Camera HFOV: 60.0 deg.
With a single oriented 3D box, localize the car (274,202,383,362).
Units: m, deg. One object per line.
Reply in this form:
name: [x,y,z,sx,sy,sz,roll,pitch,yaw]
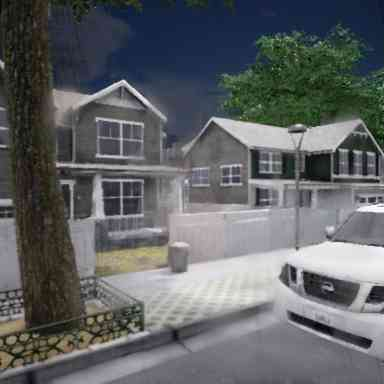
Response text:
car: [3.877,1.203,5.777,5.566,2.045,2.150,0,0,-36]
